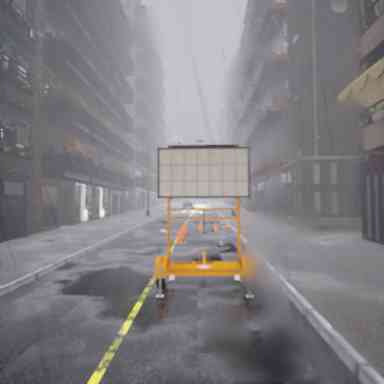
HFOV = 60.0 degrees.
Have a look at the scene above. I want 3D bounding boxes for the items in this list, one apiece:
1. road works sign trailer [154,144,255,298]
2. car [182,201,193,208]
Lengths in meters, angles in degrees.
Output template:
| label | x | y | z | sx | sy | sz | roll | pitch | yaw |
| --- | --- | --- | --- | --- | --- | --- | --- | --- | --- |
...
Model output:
| label | x | y | z | sx | sy | sz | roll | pitch | yaw |
| --- | --- | --- | --- | --- | --- | --- | --- | --- | --- |
| road works sign trailer | 0.312 | 0.561 | 8.789 | 2.380 | 3.560 | 2.880 | 0 | -1 | 2 |
| car | -0.777 | 2.300 | 62.690 | 1.895 | 1.301 | 4.718 | 0 | -1 | 2 |
